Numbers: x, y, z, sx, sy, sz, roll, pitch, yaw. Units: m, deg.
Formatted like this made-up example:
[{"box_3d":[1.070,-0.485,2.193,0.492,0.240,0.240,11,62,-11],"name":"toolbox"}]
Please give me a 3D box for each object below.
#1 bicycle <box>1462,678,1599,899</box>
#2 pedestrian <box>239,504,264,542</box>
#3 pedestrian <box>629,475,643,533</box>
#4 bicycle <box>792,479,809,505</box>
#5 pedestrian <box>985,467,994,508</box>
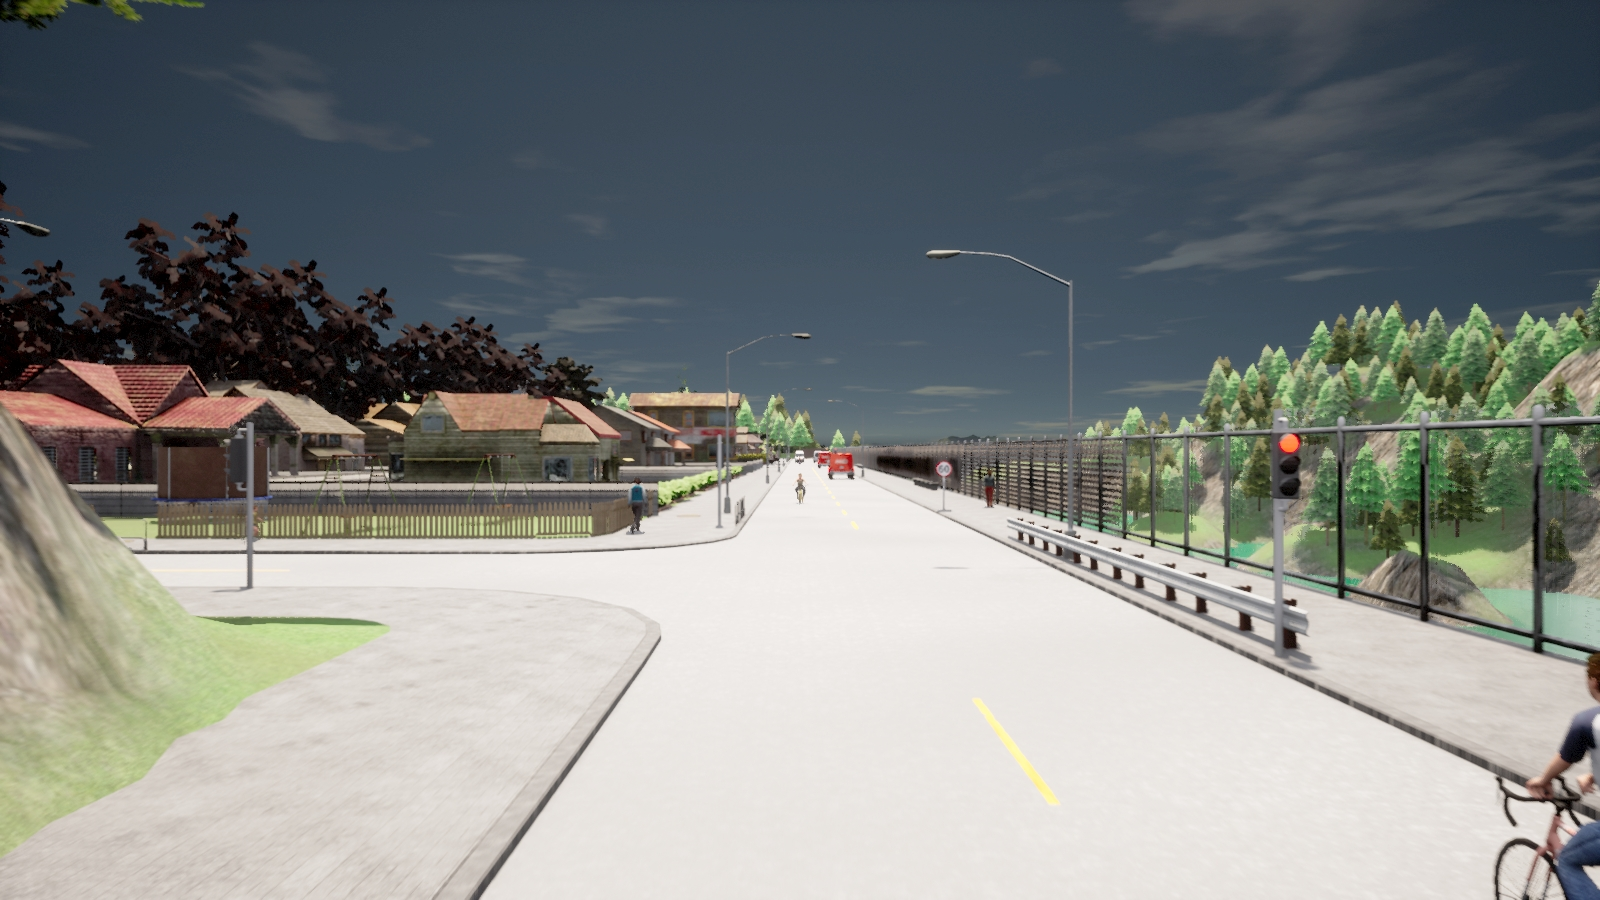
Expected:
[{"box_3d":[3.996,2.055,5.754,0.373,1.496,1.643,0,0,0],"name":"bicycle"},{"box_3d":[-15.976,2.123,33.278,0.500,1.100,0.500,0,0,-3],"name":"pedestrian"},{"box_3d":[-5.290,1.742,36.830,0.375,1.860,0.375,0,0,7],"name":"pedestrian"},{"box_3d":[0.015,2.153,58.804,0.859,1.276,1.487,0,0,0],"name":"bicycle"},{"box_3d":[8.789,1.739,52.926,0.375,1.860,0.375,0,0,1],"name":"pedestrian"}]
